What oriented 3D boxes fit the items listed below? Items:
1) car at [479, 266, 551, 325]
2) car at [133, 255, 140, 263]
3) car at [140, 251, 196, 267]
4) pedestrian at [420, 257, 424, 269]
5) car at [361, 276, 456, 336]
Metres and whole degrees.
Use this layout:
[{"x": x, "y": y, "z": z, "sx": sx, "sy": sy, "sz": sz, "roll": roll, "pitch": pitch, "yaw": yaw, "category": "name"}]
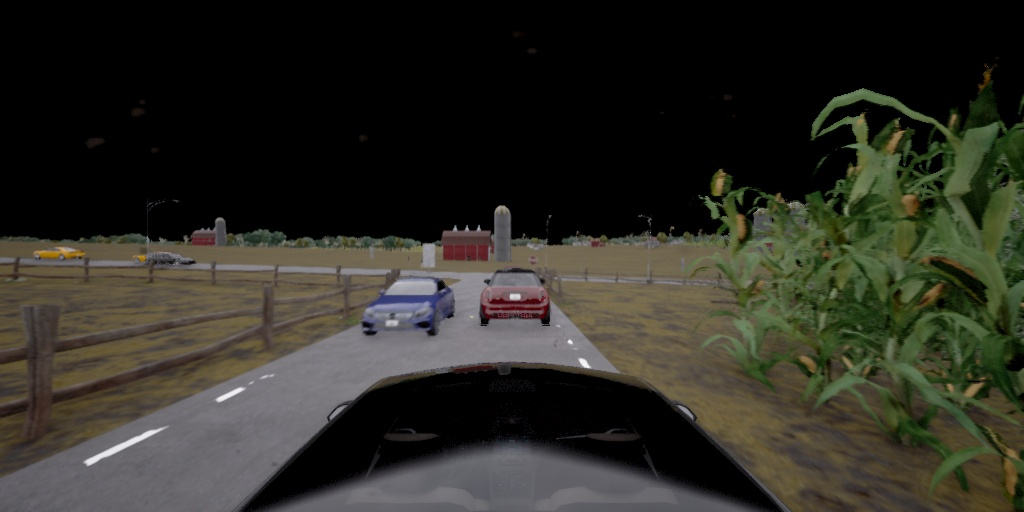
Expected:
[{"x": 0.093, "y": 1.200, "z": 12.326, "sx": 2.097, "sy": 1.767, "sz": 4.553, "roll": 0, "pitch": -1, "yaw": 0, "category": "car"}, {"x": -44.818, "y": 0.162, "z": 45.237, "sx": 5.008, "sy": 1.535, "sz": 1.882, "roll": 2, "pitch": 2, "yaw": 0, "category": "car"}, {"x": -40.260, "y": 0.437, "z": 42.386, "sx": 4.892, "sy": 1.490, "sz": 1.837, "roll": 1, "pitch": 2, "yaw": 1, "category": "car"}, {"x": -12.040, "y": 0.999, "z": 48.184, "sx": 0.375, "sy": 1.860, "sz": 0.375, "roll": 0, "pitch": 0, "yaw": 0, "category": "pedestrian"}, {"x": -2.837, "y": 1.359, "z": 10.801, "sx": 1.812, "sy": 1.442, "sz": 4.674, "roll": 0, "pitch": -1, "yaw": 0, "category": "car"}]
